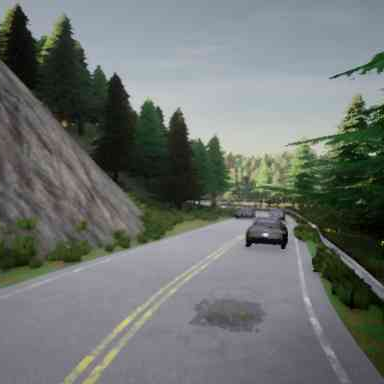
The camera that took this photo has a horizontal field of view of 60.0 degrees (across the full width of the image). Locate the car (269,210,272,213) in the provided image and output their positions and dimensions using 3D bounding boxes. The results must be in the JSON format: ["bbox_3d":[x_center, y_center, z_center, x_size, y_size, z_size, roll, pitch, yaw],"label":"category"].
[{"bbox_3d":[9.544,2.562,37.646,2.033,1.411,5.357,2,-1,14],"label":"car"}]

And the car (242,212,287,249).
[{"bbox_3d":[3.966,2.014,17.412,1.994,1.385,4.181,2,-1,16],"label":"car"}]

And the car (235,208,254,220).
[{"bbox_3d":[6.185,2.492,38.232,1.994,1.385,4.181,1,-1,15],"label":"car"}]
